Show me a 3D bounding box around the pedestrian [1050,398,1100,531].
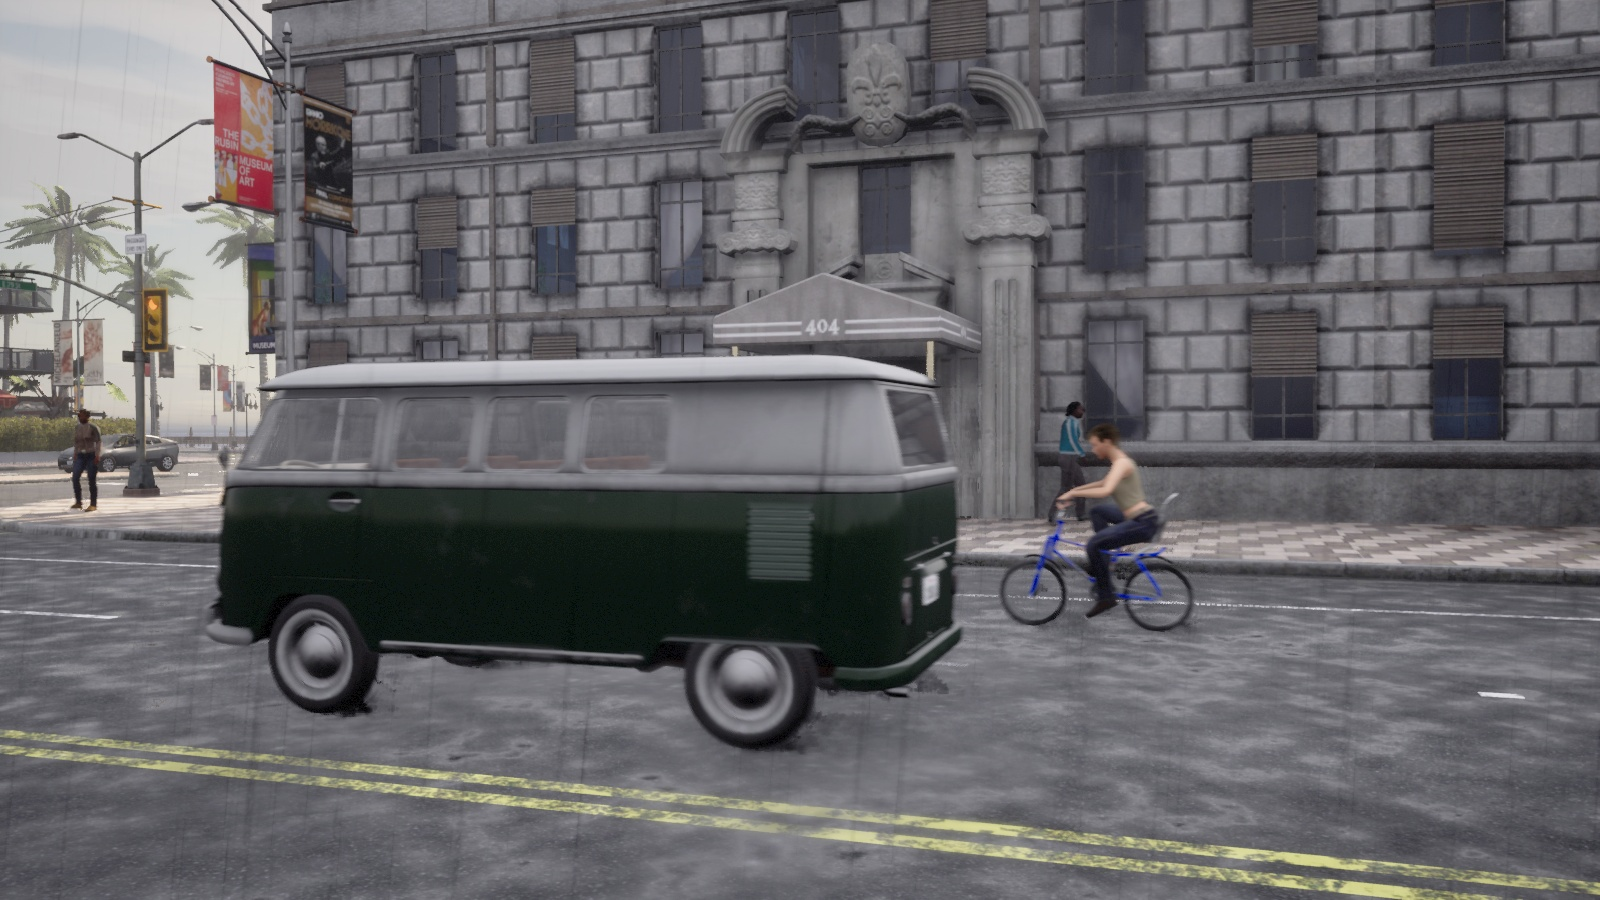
[{"bbox_3d":[4.047,0.202,18.512,0.692,1.930,0.396,0,1,10],"label":"pedestrian"}]

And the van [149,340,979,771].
[{"bbox_3d":[-1.332,0.457,7.322,4.442,1.987,1.775,1,1,18],"label":"van"}]

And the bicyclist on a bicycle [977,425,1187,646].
[{"bbox_3d":[2.221,0.614,9.825,1.509,1.612,0.866,1,1,19],"label":"bicyclist on a bicycle"}]

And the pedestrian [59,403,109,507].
[{"bbox_3d":[-12.616,0.081,22.140,0.328,1.805,0.869,0,1,5],"label":"pedestrian"}]

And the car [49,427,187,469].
[{"bbox_3d":[-26.233,-0.102,48.491,2.007,1.525,4.514,1,1,19],"label":"car"}]
